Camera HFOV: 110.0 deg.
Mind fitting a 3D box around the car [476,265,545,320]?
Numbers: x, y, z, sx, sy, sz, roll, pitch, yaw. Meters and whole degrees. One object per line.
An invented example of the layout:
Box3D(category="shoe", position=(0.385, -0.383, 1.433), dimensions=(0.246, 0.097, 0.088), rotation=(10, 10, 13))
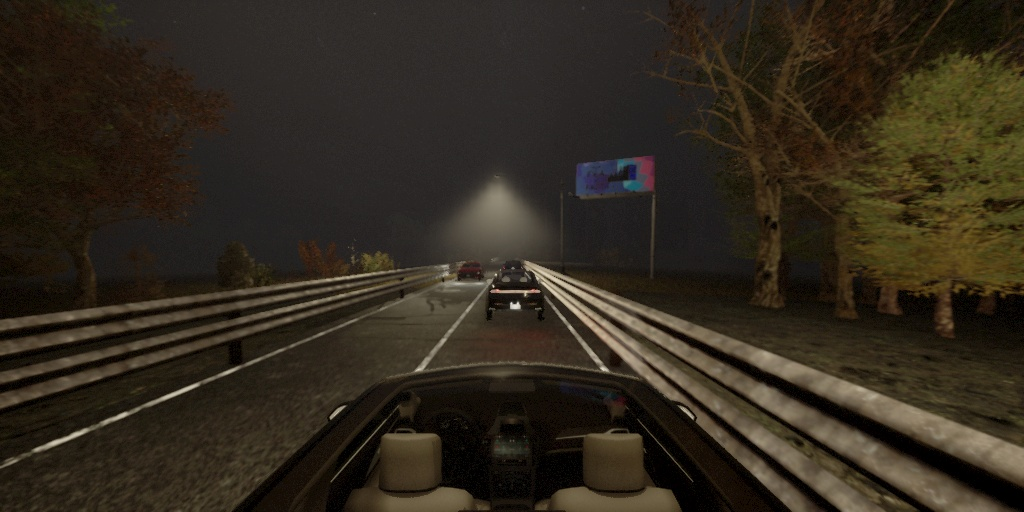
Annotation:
Box3D(category="car", position=(0.097, 1.237, 12.690), dimensions=(2.128, 1.511, 4.902), rotation=(0, 0, 0))

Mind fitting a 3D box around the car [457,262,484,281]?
Box3D(category="car", position=(-3.334, 1.217, 29.827), dimensions=(1.882, 1.535, 5.008), rotation=(0, 0, 0))

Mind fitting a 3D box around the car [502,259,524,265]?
Box3D(category="car", position=(0.093, 1.089, 33.588), dimensions=(2.097, 1.767, 4.553), rotation=(0, 0, 0))
